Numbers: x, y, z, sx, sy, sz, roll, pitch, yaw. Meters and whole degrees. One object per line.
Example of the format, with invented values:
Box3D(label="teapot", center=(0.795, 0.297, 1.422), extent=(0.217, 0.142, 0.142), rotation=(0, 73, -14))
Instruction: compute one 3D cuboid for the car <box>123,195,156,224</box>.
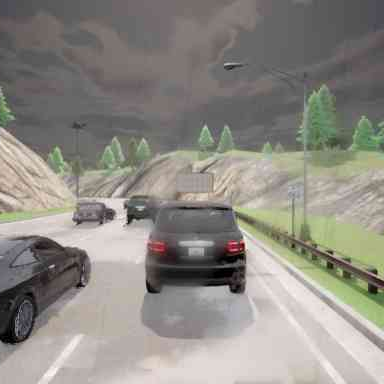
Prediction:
Box3D(label="car", center=(-3.426, 1.224, 24.788), extent=(2.150, 2.045, 5.566), rotation=(0, 0, 0))

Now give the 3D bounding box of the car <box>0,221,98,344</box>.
Box3D(label="car", center=(-3.404, 1.525, 6.273), extent=(1.812, 1.442, 4.674), rotation=(0, 0, 0))

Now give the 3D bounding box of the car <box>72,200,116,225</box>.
Box3D(label="car", center=(-6.921, 1.546, 24.012), extent=(2.033, 1.411, 5.357), rotation=(0, 0, 0))

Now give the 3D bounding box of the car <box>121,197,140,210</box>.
Box3D(label="car", center=(-8.108, 1.487, 44.134), extent=(2.128, 1.511, 4.902), rotation=(0, 0, -7))

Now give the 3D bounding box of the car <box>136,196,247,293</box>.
Box3D(label="car", center=(0.093, 1.221, 8.974), extent=(2.150, 2.045, 5.566), rotation=(0, 0, 0))

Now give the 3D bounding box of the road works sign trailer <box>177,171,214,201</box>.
Box3D(label="road works sign trailer", center=(0.200, 0.463, 21.686), extent=(2.380, 3.560, 2.880), rotation=(0, 0, 0))

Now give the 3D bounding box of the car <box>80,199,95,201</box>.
Box3D(label="car", center=(-10.729, 1.491, 34.748), extent=(2.128, 1.511, 4.902), rotation=(0, 0, -3))

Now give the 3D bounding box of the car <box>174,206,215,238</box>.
Box3D(label="car", center=(0.115, 1.558, 18.189), extent=(1.994, 1.385, 4.181), rotation=(0, 0, 0))
